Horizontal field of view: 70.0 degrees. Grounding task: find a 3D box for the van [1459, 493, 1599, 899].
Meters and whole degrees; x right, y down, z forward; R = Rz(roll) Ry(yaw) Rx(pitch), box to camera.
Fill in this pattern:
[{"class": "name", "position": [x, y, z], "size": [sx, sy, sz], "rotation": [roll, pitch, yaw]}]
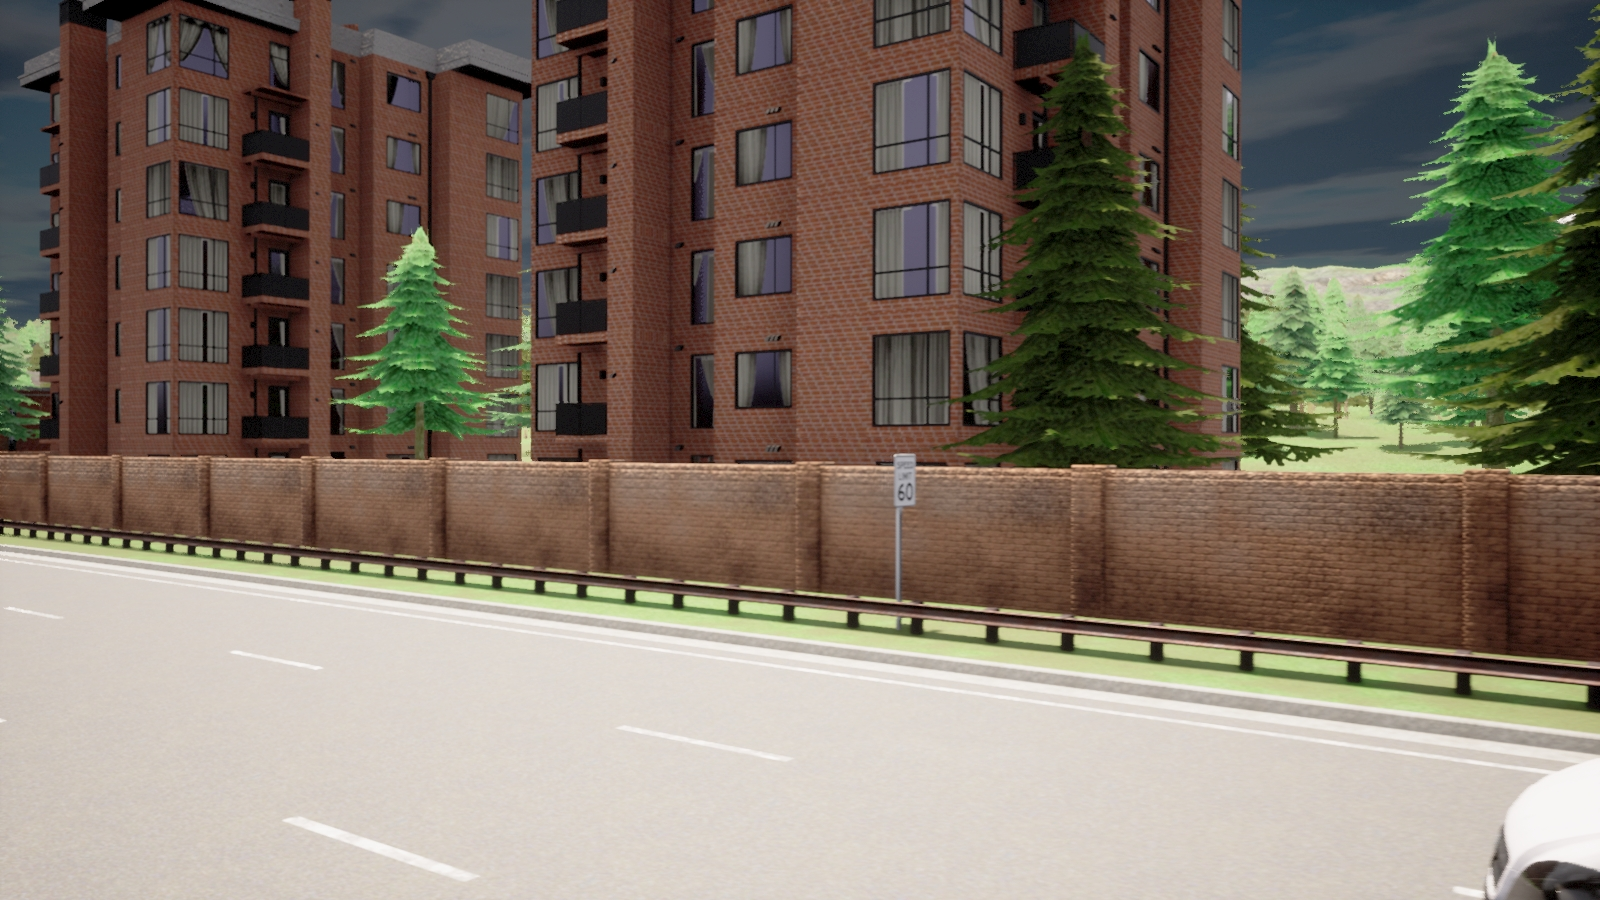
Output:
[{"class": "van", "position": [5.803, 1.538, 3.981], "size": [5.915, 2.561, 1.988], "rotation": [0, 0, 35]}]
